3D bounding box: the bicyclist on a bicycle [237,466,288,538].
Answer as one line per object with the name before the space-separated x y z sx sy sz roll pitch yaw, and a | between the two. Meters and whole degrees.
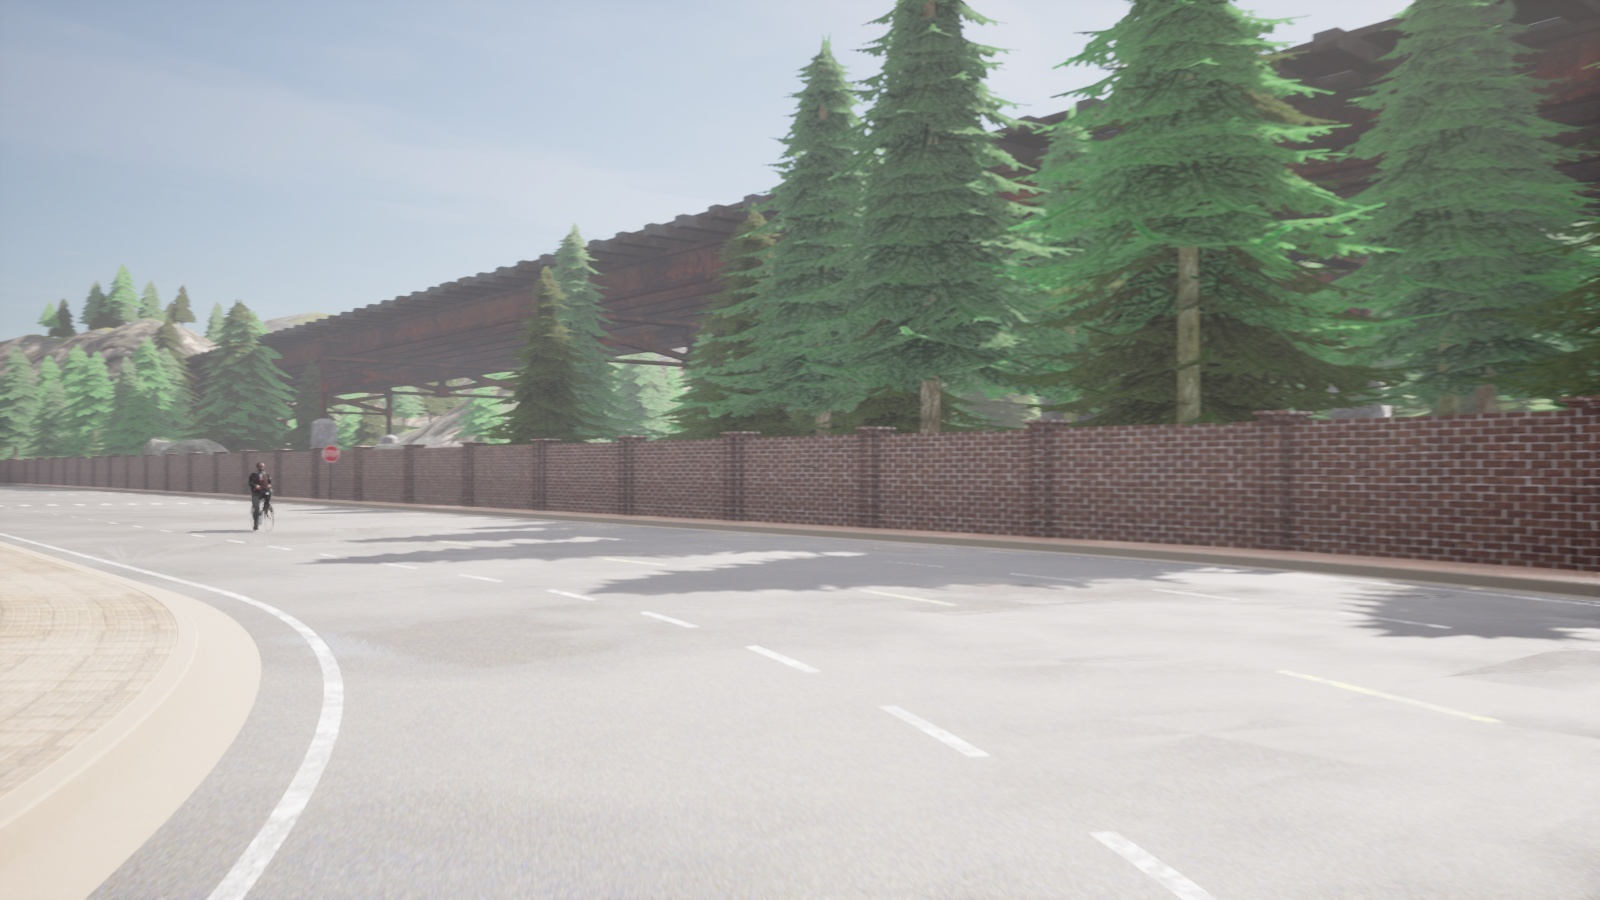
bicyclist on a bicycle | -13.522 1.291 31.563 0.659 1.776 1.843 0 -1 -40
